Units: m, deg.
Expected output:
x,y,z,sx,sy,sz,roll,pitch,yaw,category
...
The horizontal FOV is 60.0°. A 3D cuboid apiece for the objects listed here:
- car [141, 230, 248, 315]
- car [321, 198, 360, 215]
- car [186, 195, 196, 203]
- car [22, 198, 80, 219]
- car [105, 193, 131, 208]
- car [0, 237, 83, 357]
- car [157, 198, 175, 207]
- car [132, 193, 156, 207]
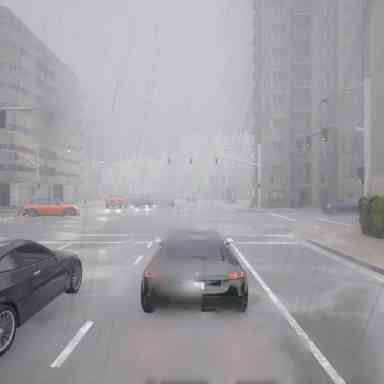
x,y,z,sx,sy,sz,roll,pitch,yaw,category
0.049,1.564,7.650,1.994,1.385,4.181,0,0,0,car
15.514,1.352,33.689,4.553,1.767,2.097,0,0,1,car
-0.150,1.355,72.566,2.097,1.767,4.553,0,0,0,car
-12.235,1.352,29.079,4.553,1.767,2.097,0,0,-22,car
-10.698,1.221,47.506,2.150,2.045,5.566,0,0,0,car
-3.460,1.526,5.848,1.812,1.442,4.674,0,0,0,car
-3.616,1.564,50.145,1.994,1.385,4.181,0,0,1,car
-7.203,1.221,50.638,2.150,2.045,5.566,0,0,0,car
